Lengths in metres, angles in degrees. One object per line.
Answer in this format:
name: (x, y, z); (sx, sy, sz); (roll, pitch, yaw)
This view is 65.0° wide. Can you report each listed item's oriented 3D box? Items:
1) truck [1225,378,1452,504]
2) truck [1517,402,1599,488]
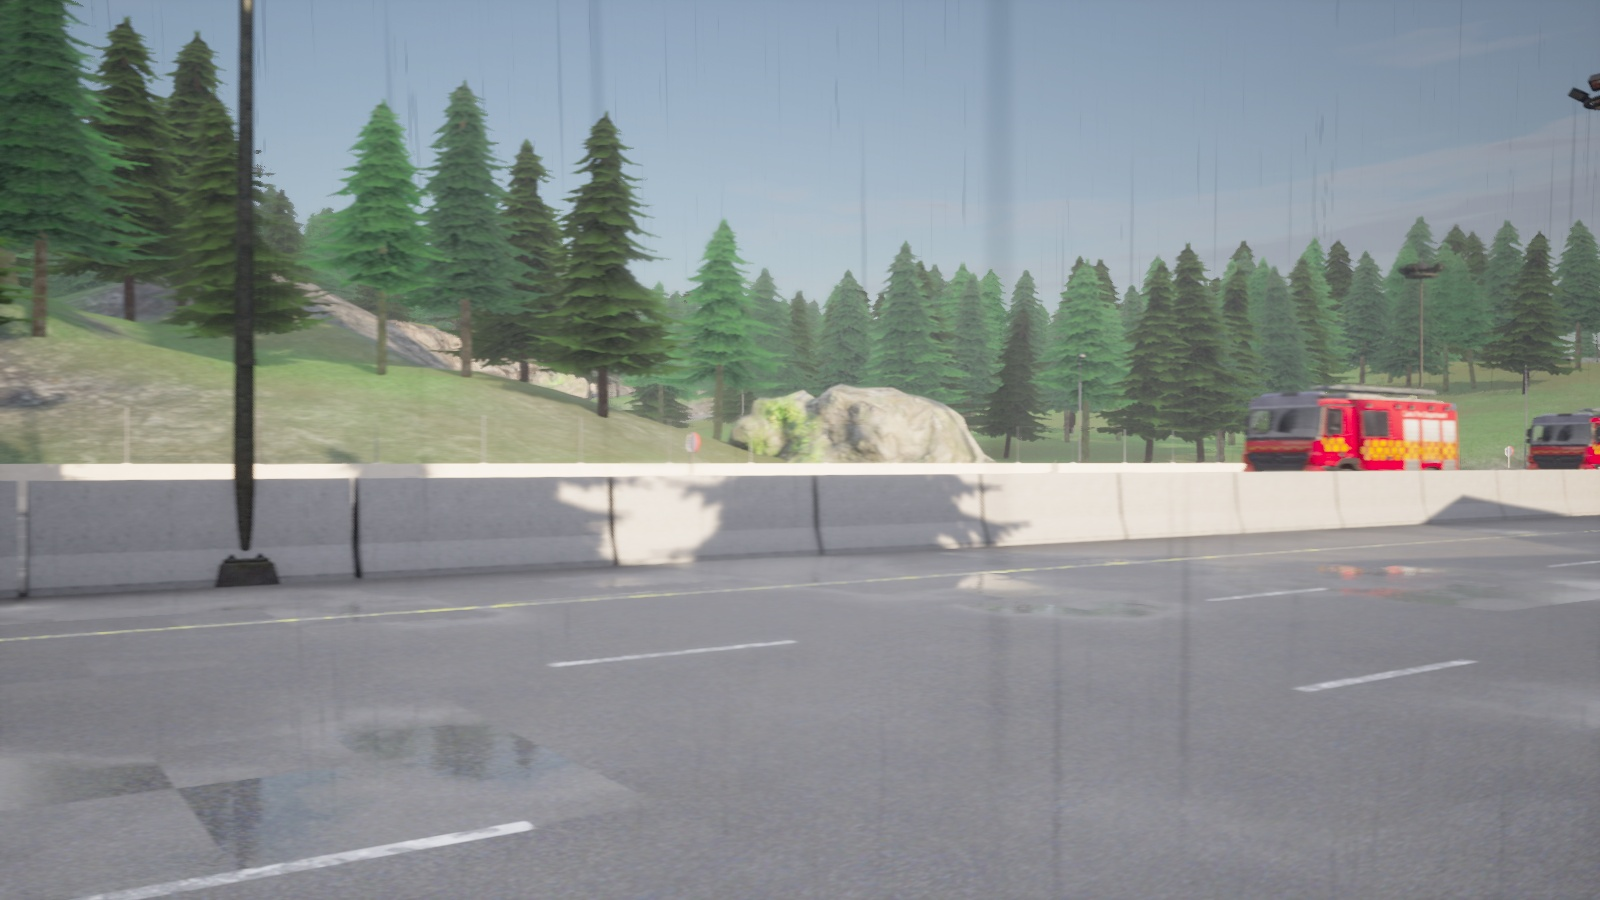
truck: (18.028, -0.270, 41.795); (8.468, 3.827, 2.891); (0, 0, -35)
truck: (37.712, -0.208, 59.758); (8.468, 3.827, 2.891); (0, 0, -35)
